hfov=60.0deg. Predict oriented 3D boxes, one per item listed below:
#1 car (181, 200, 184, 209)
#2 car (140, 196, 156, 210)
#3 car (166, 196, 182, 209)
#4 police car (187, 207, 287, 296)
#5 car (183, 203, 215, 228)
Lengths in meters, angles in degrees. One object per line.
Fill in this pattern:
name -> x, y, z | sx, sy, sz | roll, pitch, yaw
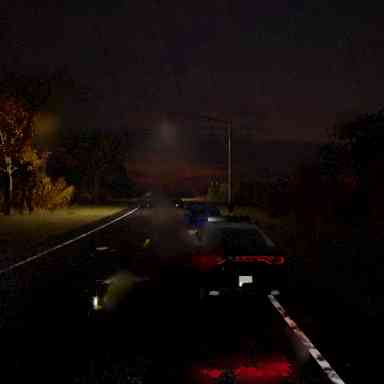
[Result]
car -> 0.363, 1.513, 24.752 | 1.812, 1.442, 4.674 | 0, 0, -3
car -> -5.644, 1.543, 43.202 | 1.994, 1.385, 4.181 | 0, 0, -5
car -> -2.191, 1.482, 45.630 | 1.837, 1.490, 4.892 | 0, 0, -5
police car -> 0.949, 1.423, 8.784 | 1.930, 1.638, 5.238 | 0, 0, -1
car -> 0.645, 1.472, 18.725 | 1.882, 1.535, 5.008 | 0, 0, -2
